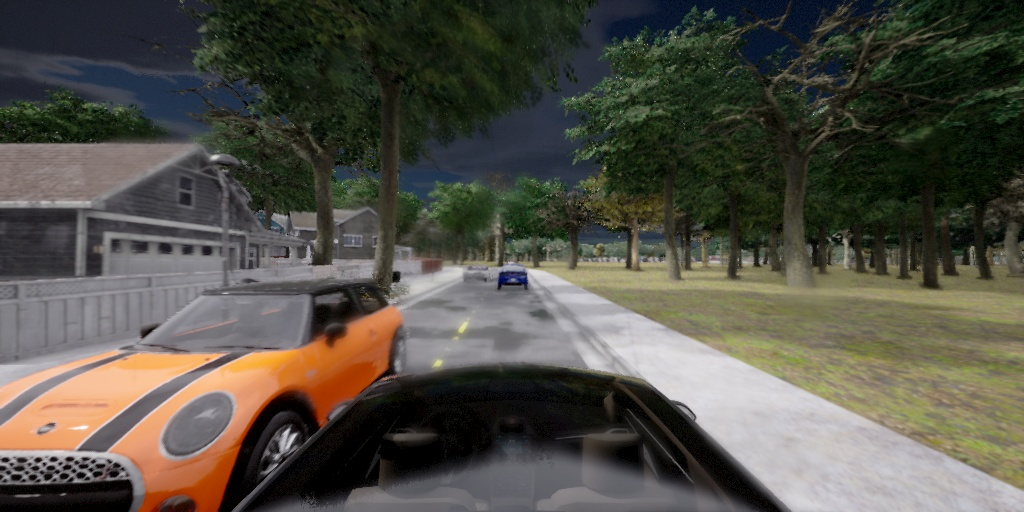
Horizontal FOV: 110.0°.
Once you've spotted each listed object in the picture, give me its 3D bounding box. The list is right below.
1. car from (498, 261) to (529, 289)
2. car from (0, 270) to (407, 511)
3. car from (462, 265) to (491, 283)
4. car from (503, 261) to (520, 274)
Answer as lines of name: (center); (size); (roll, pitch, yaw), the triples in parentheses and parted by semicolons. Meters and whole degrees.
car: (0.074, 1.258, 23.628); (1.882, 1.535, 5.008); (0, 0, 0)
car: (-2.840, 1.106, 4.239); (2.097, 1.767, 4.553); (0, 0, 0)
car: (-2.782, 1.390, 28.811); (1.895, 1.301, 4.718); (0, 0, 1)
car: (-0.064, 1.343, 43.917); (1.812, 1.442, 4.674); (0, 0, -3)
